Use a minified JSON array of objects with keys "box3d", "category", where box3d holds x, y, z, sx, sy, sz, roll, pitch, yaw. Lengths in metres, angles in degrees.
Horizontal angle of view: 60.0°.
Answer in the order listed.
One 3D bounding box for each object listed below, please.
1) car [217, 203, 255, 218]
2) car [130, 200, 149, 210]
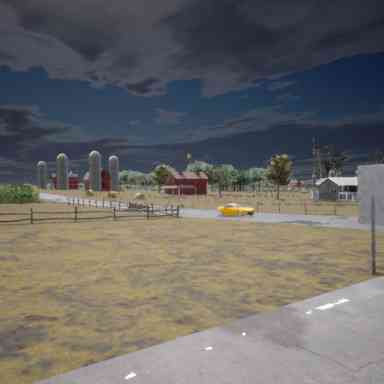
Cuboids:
[{"box3d":[4.913,2.046,37.696,1.882,1.535,5.008,-1,0,-36],"category":"car"},{"box3d":[-9.158,2.202,57.482,1.882,1.535,5.008,-1,1,-35],"category":"car"}]
